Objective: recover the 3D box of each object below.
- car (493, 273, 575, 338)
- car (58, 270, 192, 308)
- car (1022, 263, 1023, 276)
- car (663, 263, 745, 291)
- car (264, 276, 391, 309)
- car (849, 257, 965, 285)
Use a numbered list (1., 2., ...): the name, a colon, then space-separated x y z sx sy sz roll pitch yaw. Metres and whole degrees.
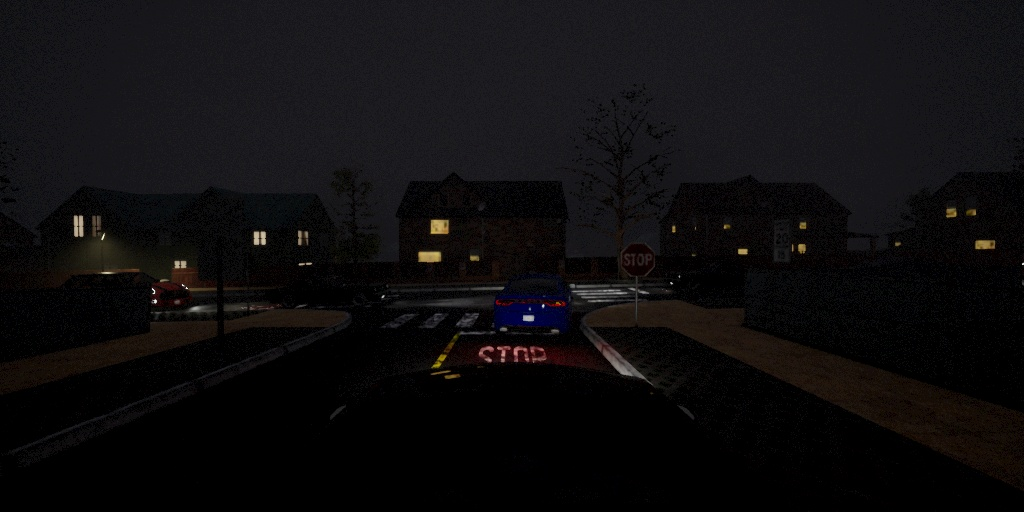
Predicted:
1. car: 0.787 1.227 10.371 1.882 1.535 5.008 0 0 10
2. car: -16.798 1.472 15.572 4.553 1.767 2.097 -1 1 0
3. car: 29.567 0.335 18.532 4.553 1.767 2.097 -1 1 0
4. car: 10.412 1.034 18.505 4.718 1.301 1.895 -1 1 -1
5. car: -7.810 1.506 15.579 4.718 1.301 1.895 -1 1 0
6. car: 20.057 0.753 18.541 5.357 1.411 2.033 -1 1 0
